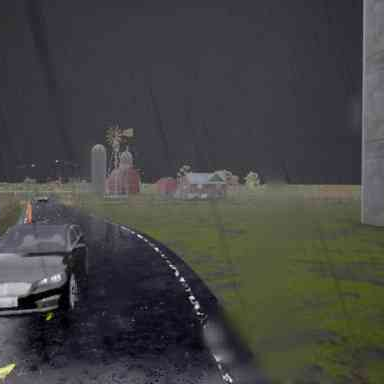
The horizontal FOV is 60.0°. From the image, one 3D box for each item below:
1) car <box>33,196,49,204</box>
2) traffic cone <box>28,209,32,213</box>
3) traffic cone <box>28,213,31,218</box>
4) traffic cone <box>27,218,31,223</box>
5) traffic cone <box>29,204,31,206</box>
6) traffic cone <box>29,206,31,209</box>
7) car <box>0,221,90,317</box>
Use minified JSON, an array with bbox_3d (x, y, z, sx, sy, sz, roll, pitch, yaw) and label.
[{"bbox_3d":[-25.717,1.402,56.647,1.895,1.301,4.718,0,0,-33],"label":"car"},{"bbox_3d":[-13.534,1.906,27.714,0.340,0.580,0.340,0,0,-26],"label":"traffic cone"},{"bbox_3d":[-11.353,1.925,23.215,0.340,0.580,0.340,0,0,-26],"label":"traffic cone"},{"bbox_3d":[-9.175,1.943,18.721,0.340,0.580,0.340,0,0,-26],"label":"traffic cone"},{"bbox_3d":[-17.898,1.861,36.713,0.340,0.580,0.340,0,0,-26],"label":"traffic cone"},{"bbox_3d":[-15.715,1.883,32.214,0.340,0.580,0.340,0,0,-26],"label":"traffic cone"},{"bbox_3d":[-3.484,1.491,7.685,2.128,1.511,4.902,0,0,-12],"label":"car"}]
